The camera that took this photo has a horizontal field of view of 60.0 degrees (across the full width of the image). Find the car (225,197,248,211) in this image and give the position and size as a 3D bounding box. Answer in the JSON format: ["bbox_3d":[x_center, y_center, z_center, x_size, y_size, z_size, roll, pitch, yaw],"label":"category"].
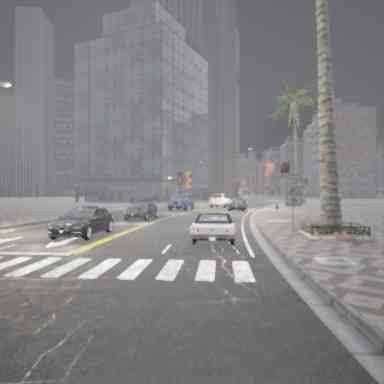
[{"bbox_3d":[5.647,1.586,40.279,1.994,1.385,4.181,0,0,15],"label":"car"}]

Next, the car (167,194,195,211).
[{"bbox_3d":[-1.212,1.222,40.511,2.150,2.045,5.566,0,0,15],"label":"car"}]

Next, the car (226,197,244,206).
[{"bbox_3d":[7.450,1.633,57.082,1.895,1.301,4.718,0,0,23],"label":"car"}]

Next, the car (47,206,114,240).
[{"bbox_3d":[-5.483,1.494,17.010,1.837,1.490,4.892,0,0,6],"label":"car"}]

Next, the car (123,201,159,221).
[{"bbox_3d":[-4.051,1.500,27.217,1.837,1.490,4.892,0,0,10],"label":"car"}]

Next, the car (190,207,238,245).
[{"bbox_3d":[1.064,1.602,15.687,1.895,1.301,4.718,0,0,6],"label":"car"}]

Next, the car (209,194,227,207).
[{"bbox_3d":[3.990,1.241,46.976,2.150,2.045,5.566,0,0,17],"label":"car"}]
